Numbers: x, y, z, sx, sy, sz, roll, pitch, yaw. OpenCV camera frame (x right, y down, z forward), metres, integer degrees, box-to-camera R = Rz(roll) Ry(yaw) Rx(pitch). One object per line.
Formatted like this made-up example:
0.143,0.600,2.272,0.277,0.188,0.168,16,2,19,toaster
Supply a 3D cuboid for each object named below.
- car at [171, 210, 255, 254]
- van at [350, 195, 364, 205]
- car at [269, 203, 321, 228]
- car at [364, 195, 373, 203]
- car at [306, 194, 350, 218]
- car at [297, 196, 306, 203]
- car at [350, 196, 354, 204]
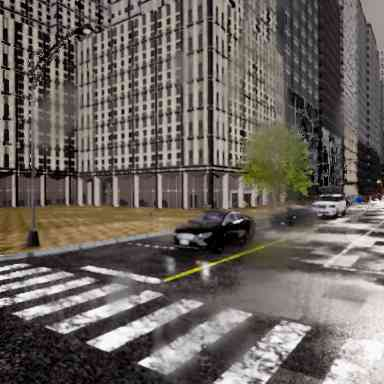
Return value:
1.051,1.518,13.907,2.128,1.511,4.902,0,0,33,car
28.558,1.333,58.374,1.690,1.788,3.998,0,0,35,van
6.844,1.628,22.301,1.895,1.301,4.718,0,0,35,car
35.025,1.514,67.753,1.887,1.381,4.507,0,0,35,car
12.700,1.245,30.785,2.150,2.045,5.566,0,0,35,car
12.391,1.346,34.919,2.192,1.841,5.009,-1,0,35,car
22.092,1.592,48.989,1.802,1.307,4.206,0,0,35,car
